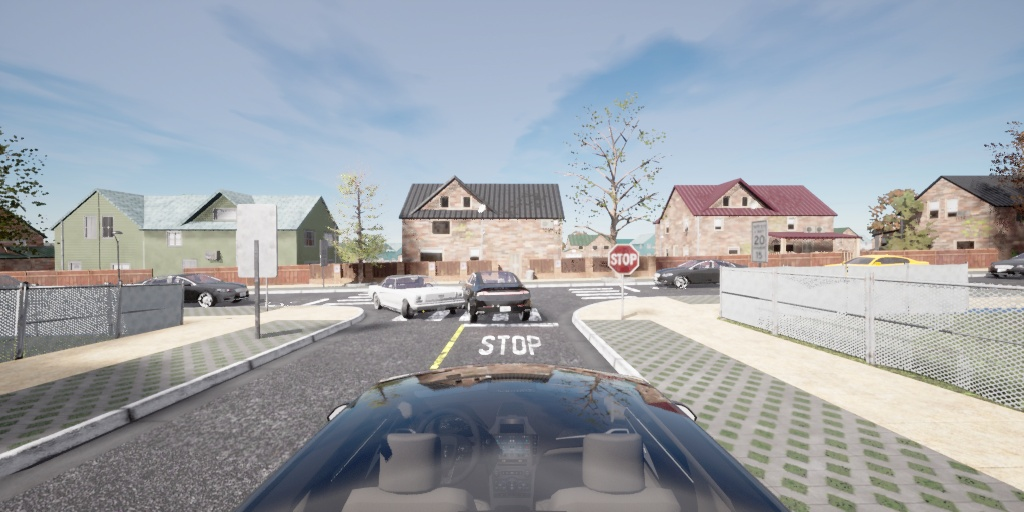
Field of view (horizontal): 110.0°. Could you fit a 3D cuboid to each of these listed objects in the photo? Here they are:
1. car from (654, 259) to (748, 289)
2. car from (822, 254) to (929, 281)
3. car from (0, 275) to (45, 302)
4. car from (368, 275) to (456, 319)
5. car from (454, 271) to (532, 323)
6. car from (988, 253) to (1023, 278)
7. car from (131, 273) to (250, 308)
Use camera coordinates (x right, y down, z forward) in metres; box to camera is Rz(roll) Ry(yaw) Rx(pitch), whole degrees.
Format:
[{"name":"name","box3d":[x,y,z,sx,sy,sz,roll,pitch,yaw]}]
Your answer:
[{"name":"car","box3d":[10.326,0.926,19.630,4.902,1.511,2.128,-1,1,0]},{"name":"car","box3d":[19.756,0.691,19.669,5.008,1.535,1.882,-1,1,-1]},{"name":"car","box3d":[-24.244,1.648,16.528,4.553,1.767,2.097,-1,1,0]},{"name":"car","box3d":[-3.605,1.368,13.078,1.895,1.301,4.718,0,0,-38]},{"name":"car","box3d":[-0.690,1.243,12.219,2.128,1.511,4.902,0,0,-12]},{"name":"car","box3d":[29.380,0.479,19.707,4.902,1.511,2.128,-1,1,0]},{"name":"car","box3d":[-14.906,1.567,16.571,4.902,1.511,2.128,-1,1,0]}]
